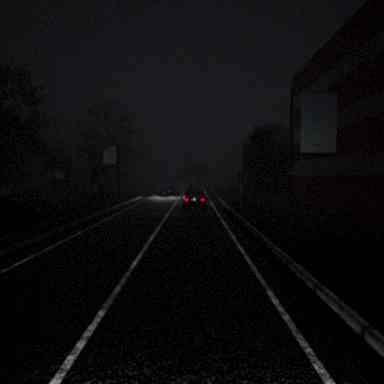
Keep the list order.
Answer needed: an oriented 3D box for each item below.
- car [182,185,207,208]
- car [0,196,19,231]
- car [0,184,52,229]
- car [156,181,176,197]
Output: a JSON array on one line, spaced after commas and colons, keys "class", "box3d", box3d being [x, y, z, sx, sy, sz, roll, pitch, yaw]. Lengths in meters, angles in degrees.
[{"class": "car", "box3d": [0.206, 0.473, 26.466, 2.033, 1.411, 5.357, 0, 3, 1]}, {"class": "car", "box3d": [-9.520, 1.044, 12.547, 4.674, 1.452, 2.002, 0, 3, 0]}, {"class": "car", "box3d": [-9.511, 0.611, 15.354, 5.566, 2.045, 2.435, 0, 3, 0]}, {"class": "car", "box3d": [-3.107, -0.263, 40.518, 1.812, 1.442, 4.674, 0, 3, 1]}]
